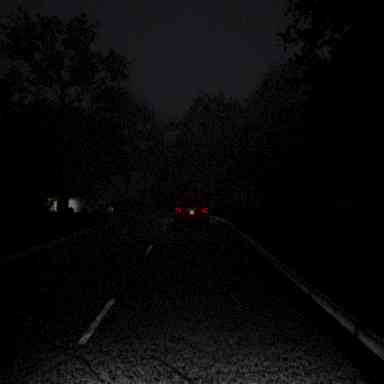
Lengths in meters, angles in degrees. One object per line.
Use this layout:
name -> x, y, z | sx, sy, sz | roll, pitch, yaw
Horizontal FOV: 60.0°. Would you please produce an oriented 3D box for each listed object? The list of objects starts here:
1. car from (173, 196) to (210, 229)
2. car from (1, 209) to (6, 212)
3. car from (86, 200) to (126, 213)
car -> -0.066, 1.242, 21.664 | 2.150, 2.045, 5.566 | 0, 0, -1
car -> -19.171, 1.709, 37.028 | 4.718, 1.301, 1.895 | -1, -3, 2
car -> -10.161, 1.691, 39.192 | 4.902, 1.511, 2.128 | -1, -3, 23
